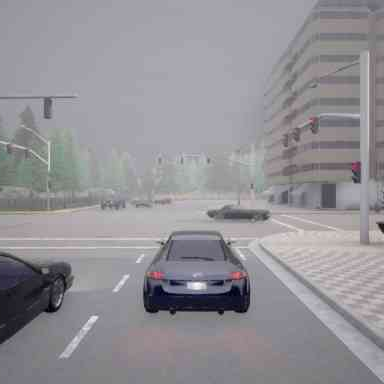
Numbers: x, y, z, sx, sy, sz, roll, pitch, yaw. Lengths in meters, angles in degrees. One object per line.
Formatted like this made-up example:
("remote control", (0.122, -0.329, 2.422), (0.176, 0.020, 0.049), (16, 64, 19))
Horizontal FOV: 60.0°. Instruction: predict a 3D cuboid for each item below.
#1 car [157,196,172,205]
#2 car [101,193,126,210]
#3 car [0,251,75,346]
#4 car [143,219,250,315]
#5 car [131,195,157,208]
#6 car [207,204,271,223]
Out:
("car", (-5.165, 1.477, 58.811), (1.882, 1.535, 5.008), (0, 0, 17))
("car", (-10.416, 1.221, 44.451), (2.150, 2.045, 5.566), (0, 0, 2))
("car", (-3.427, 1.547, 4.622), (2.033, 1.411, 5.357), (0, 0, 0))
("car", (0.092, 1.564, 7.656), (1.994, 1.385, 4.181), (0, 0, 0))
("car", (-6.841, 1.547, 48.110), (2.033, 1.411, 5.357), (0, 0, 2))
("car", (3.610, 1.612, 25.391), (4.718, 1.301, 1.895), (0, 0, 17))
